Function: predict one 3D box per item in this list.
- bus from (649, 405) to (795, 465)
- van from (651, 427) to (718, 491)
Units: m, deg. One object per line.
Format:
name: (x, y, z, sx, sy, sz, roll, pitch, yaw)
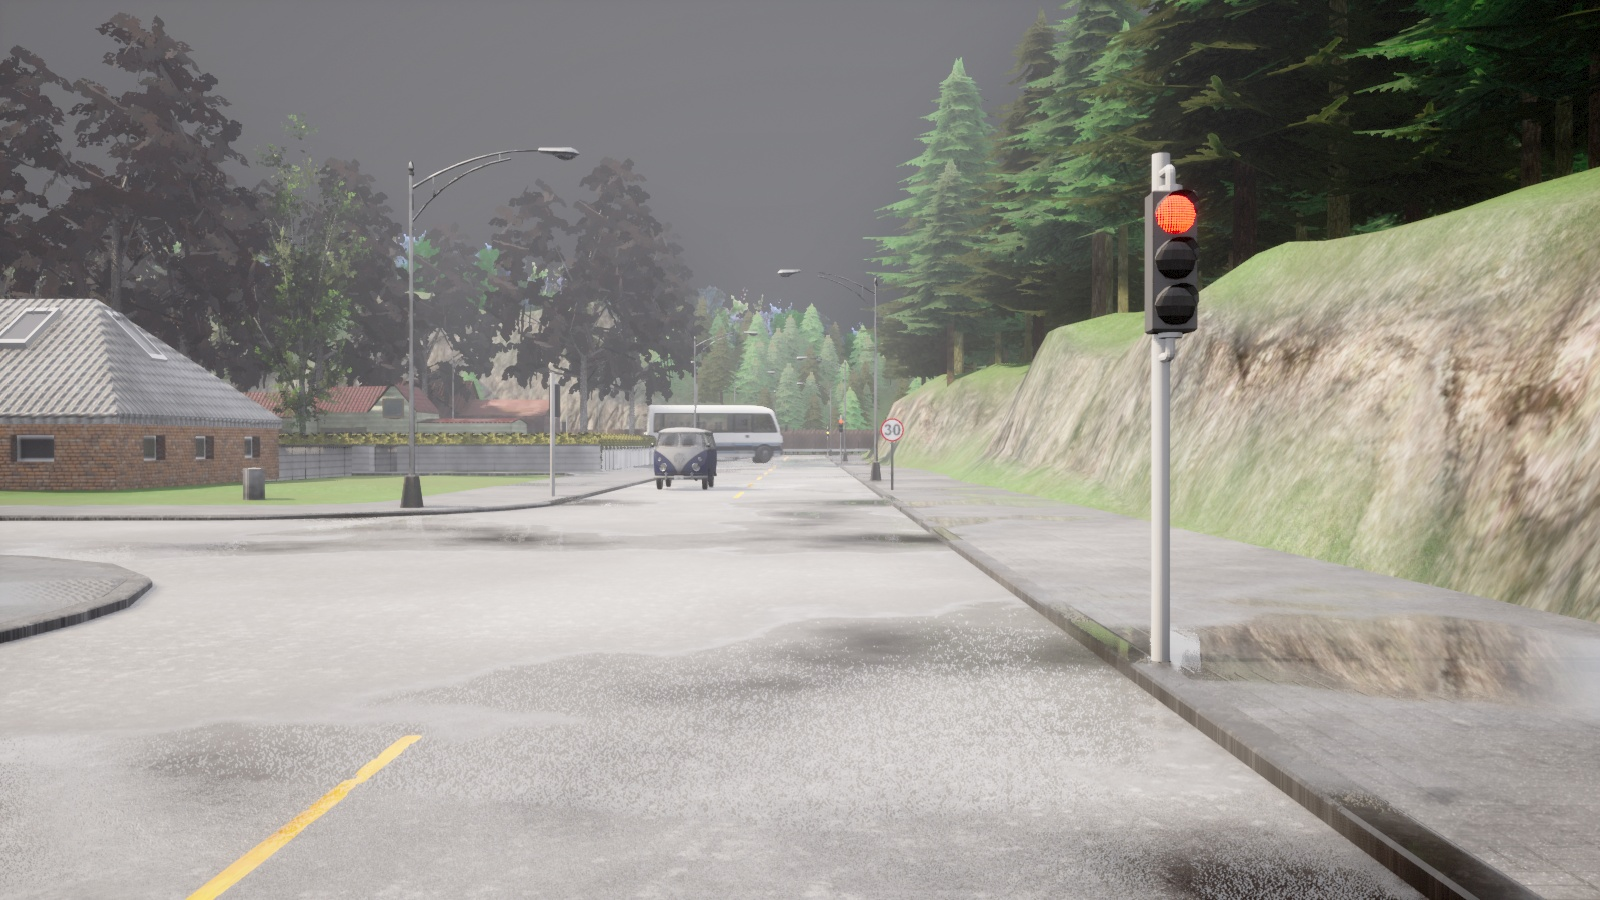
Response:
bus: (-5.762, -1.155, 92.269, 10.273, 4.253, 3.944, 0, 2, -11)
van: (-3.750, 0.263, 41.344, 1.775, 1.987, 4.442, 0, 0, 0)
